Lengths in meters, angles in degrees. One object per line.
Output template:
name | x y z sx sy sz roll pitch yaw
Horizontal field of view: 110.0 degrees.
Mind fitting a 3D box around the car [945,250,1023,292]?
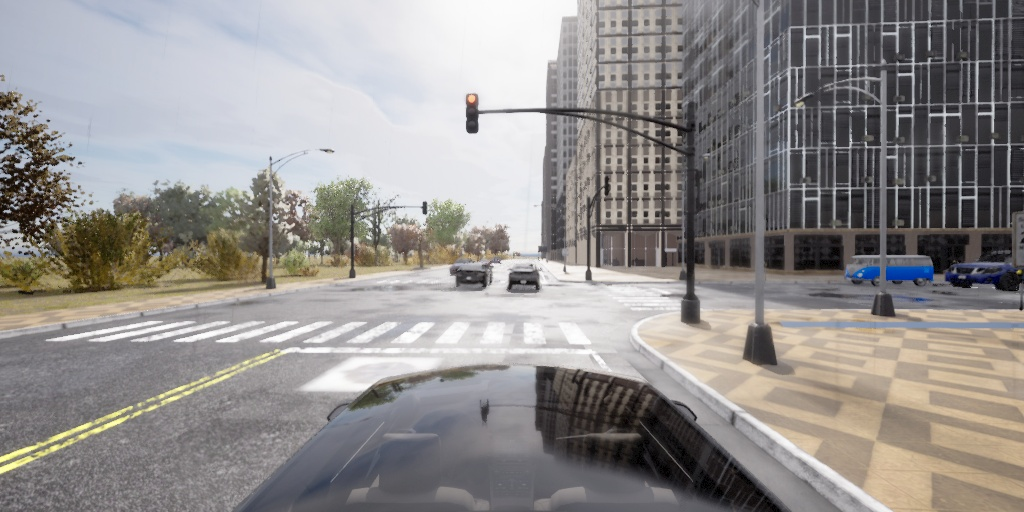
car | 25.776 0.705 18.144 5.566 2.045 2.150 -1 0 4

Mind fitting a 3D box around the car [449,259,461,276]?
car | -5.072 1.074 37.236 2.097 1.767 4.553 0 0 3

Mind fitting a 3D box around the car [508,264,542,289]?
car | 0.803 1.207 22.694 1.837 1.490 4.892 1 0 3

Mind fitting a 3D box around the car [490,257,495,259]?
car | -4.085 1.242 53.416 1.812 1.442 4.674 0 0 4

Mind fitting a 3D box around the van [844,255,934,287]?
van | 22.094 0.844 21.119 3.998 1.789 1.690 0 0 4

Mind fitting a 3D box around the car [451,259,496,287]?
car | -2.415 1.174 23.739 1.882 1.535 5.008 0 0 3
